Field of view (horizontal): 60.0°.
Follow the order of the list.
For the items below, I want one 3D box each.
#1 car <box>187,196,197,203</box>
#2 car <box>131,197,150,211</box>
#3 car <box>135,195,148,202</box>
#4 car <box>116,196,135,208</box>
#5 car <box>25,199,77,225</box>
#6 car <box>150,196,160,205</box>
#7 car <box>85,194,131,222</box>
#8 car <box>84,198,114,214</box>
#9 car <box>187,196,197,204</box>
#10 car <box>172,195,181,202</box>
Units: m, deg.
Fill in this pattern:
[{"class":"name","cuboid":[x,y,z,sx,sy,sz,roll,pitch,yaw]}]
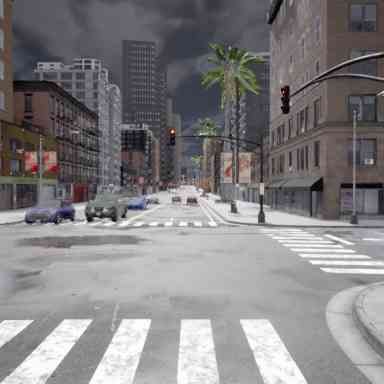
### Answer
[{"class":"car","cuboid":[-0.046,1.501,71.377,1.994,1.385,4.181,0,0,0]},{"class":"car","cuboid":[-6.664,1.466,40.510,1.882,1.535,5.008,0,0,0]},{"class":"car","cuboid":[-9.859,1.203,65.455,1.895,1.301,4.718,0,0,0]},{"class":"car","cuboid":[-9.925,1.457,49.760,1.882,1.535,5.008,0,0,0]},{"class":"car","cuboid":[-9.888,1.322,23.602,2.097,1.767,4.553,0,-1,0]},{"class":"car","cuboid":[-6.668,1.494,57.504,1.812,1.442,4.674,0,0,0]},{"class":"car","cuboid":[-6.640,1.215,26.372,2.150,2.045,5.566,0,0,0]},{"class":"car","cuboid":[-9.917,1.468,35.943,1.882,1.535,5.008,0,0,0]},{"class":"car","cuboid":[-0.001,1.439,61.335,1.882,1.535,5.008,0,0,0]},{"class":"car","cuboid":[-3.285,1.438,70.908,2.128,1.511,4.902,0,0,0]}]
